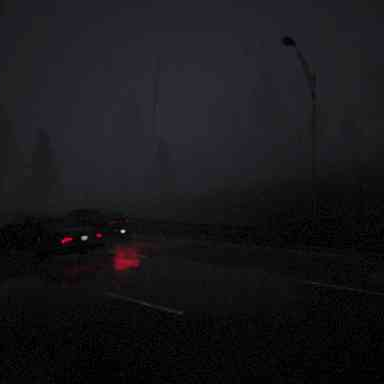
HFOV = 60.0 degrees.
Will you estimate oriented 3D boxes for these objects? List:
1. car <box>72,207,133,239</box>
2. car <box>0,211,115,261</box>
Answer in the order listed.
[{"bbox_3d":[-5.034,1.499,16.180,4.892,1.490,1.837,0,0,35],"label":"car"},{"bbox_3d":[-5.524,1.542,12.230,5.357,1.411,2.033,0,0,35],"label":"car"}]
